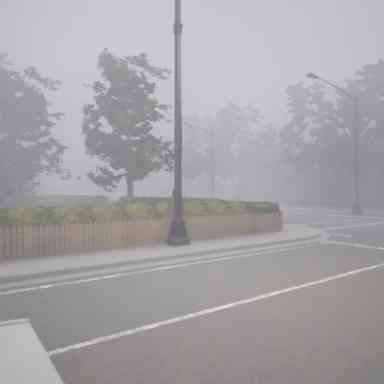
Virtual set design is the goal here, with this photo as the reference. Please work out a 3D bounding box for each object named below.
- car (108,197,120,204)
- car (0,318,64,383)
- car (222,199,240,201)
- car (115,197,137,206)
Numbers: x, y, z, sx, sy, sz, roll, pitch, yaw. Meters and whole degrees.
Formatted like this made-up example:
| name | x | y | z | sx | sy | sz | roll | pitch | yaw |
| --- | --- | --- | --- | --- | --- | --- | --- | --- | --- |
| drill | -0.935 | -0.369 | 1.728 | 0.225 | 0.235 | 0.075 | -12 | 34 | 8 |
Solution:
| name | x | y | z | sx | sy | sz | roll | pitch | yaw |
| --- | --- | --- | --- | --- | --- | --- | --- | --- | --- |
| car | -12.899 | 1.495 | 52.267 | 1.812 | 1.442 | 4.674 | 0 | 0 | -36 |
| car | -3.207 | 1.604 | 1.680 | 4.718 | 1.301 | 1.895 | 0 | 0 | -35 |
| car | 4.230 | 1.468 | 34.558 | 1.837 | 1.490 | 4.892 | 0 | 0 | -36 |
| car | -11.086 | 1.565 | 55.753 | 1.895 | 1.301 | 4.718 | 0 | 0 | -36 |
